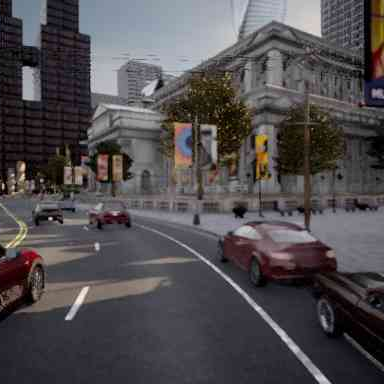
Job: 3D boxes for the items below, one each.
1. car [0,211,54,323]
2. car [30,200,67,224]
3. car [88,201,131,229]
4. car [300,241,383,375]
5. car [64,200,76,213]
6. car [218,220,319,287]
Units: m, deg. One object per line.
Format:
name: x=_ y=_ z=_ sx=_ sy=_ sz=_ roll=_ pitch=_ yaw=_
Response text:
car: x=-4.023 y=1.379 z=5.260 sx=2.097 sy=1.767 sz=4.553 roll=0 pitch=0 yaw=-6
car: x=-10.968 y=1.586 z=25.123 sx=1.837 sy=1.490 sz=4.892 roll=0 pitch=0 yaw=-29
car: x=-5.659 y=1.400 z=22.489 sx=2.097 sy=1.767 sz=4.553 roll=0 pitch=0 yaw=-25
car: x=3.007 y=1.581 z=3.661 sx=1.895 sy=1.301 sz=4.718 roll=0 pitch=0 yaw=-2
car: x=-15.010 y=1.662 z=38.852 sx=2.033 sy=1.411 sz=5.357 roll=0 pitch=0 yaw=-31
car: x=2.103 y=1.516 z=9.320 sx=2.002 sy=1.452 sz=4.674 roll=0 pitch=0 yaw=-12
